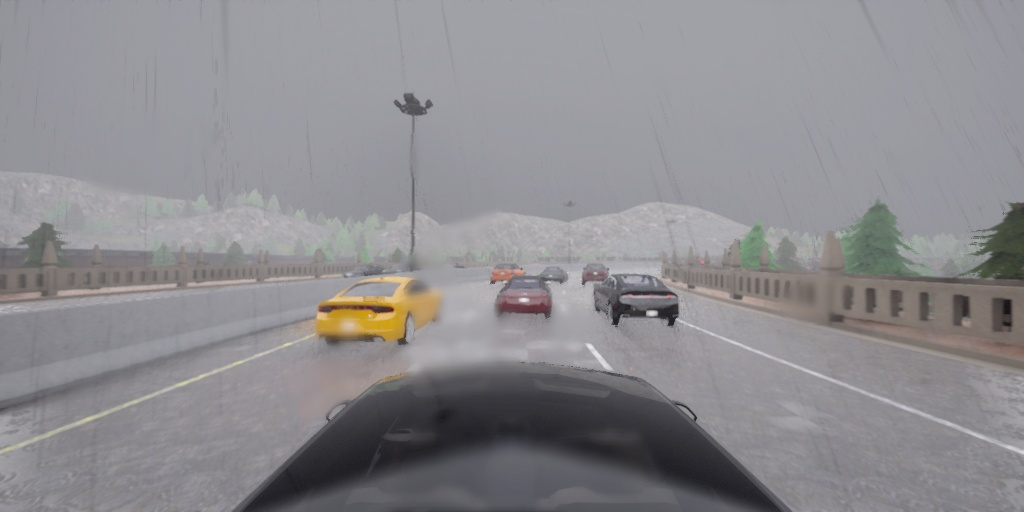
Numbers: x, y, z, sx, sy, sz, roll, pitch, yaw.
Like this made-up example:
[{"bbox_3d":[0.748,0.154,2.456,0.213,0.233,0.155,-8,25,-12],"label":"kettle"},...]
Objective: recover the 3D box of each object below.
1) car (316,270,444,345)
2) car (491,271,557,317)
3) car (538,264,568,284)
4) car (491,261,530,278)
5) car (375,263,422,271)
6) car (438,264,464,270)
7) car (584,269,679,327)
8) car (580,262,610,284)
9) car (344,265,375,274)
[{"bbox_3d":[-3.226,1.308,9.795,1.882,1.535,5.008,0,-1,2],"label":"car"},{"bbox_3d":[0.559,1.434,13.766,1.994,1.385,4.181,0,-1,5],"label":"car"},{"bbox_3d":[3.657,1.603,30.767,1.994,1.385,4.181,0,-1,16],"label":"car"},{"bbox_3d":[-0.211,1.382,29.847,2.097,1.767,4.553,0,-1,14],"label":"car"},{"bbox_3d":[-10.245,1.420,33.627,2.097,1.767,4.553,0,-1,15],"label":"car"},{"bbox_3d":[-6.077,1.564,35.563,1.882,1.535,5.008,0,-1,18],"label":"car"},{"bbox_3d":[3.917,1.344,12.019,2.128,1.511,4.902,0,-1,4],"label":"car"},{"bbox_3d":[6.994,1.380,29.701,2.097,1.767,4.553,0,-1,15],"label":"car"},{"bbox_3d":[-13.786,1.562,33.947,2.128,1.511,4.902,0,-1,15],"label":"car"}]
